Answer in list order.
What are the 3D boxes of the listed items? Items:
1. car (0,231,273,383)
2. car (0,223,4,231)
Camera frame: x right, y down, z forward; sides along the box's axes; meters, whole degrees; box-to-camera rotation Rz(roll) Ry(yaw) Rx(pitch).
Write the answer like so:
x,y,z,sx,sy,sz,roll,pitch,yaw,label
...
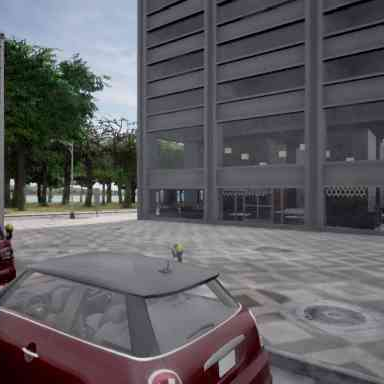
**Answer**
x,y,z,sx,sy,sz,roll,pitch,yaw,label
-1.287,1.440,3.879,4.097,1.590,1.967,0,0,35,car
-5.715,1.315,7.036,5.009,1.841,2.192,0,0,35,car
